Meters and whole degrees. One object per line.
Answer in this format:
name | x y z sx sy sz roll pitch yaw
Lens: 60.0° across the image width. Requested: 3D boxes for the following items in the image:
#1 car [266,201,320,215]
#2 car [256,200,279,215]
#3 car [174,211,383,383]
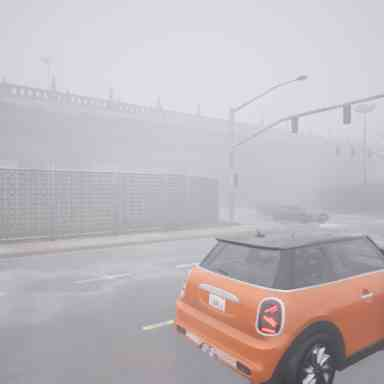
car | 7.999 1.606 24.803 1.994 1.385 4.181 0 0 -35
car | 8.164 1.529 30.688 1.882 1.535 5.008 0 0 -37
car | 2.045 1.351 5.245 4.553 1.767 2.097 0 0 -35
